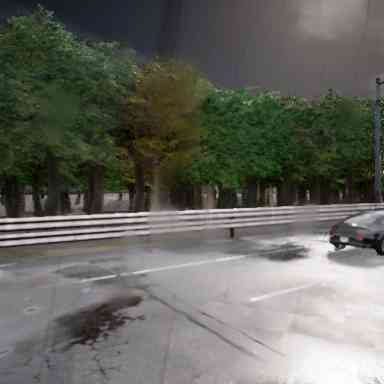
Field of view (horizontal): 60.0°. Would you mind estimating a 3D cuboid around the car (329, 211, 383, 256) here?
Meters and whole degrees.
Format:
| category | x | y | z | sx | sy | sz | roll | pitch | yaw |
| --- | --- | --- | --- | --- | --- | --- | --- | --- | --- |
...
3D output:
| category | x | y | z | sx | sy | sz | roll | pitch | yaw |
| --- | --- | --- | --- | --- | --- | --- | --- | --- | --- |
| car | 7.219 | 1.481 | 12.852 | 4.674 | 1.442 | 1.812 | 0 | 0 | -34 |
